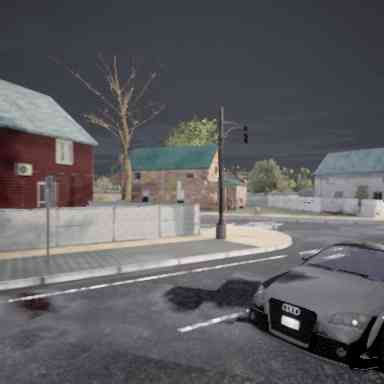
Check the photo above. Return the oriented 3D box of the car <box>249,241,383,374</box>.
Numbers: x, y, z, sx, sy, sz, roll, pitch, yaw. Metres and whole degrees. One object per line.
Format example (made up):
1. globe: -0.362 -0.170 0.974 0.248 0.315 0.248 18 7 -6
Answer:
1. car: 2.955 1.595 5.670 4.181 1.385 1.994 0 0 -36
